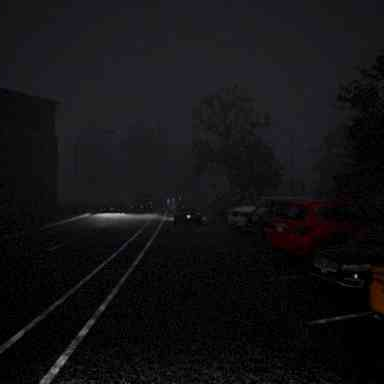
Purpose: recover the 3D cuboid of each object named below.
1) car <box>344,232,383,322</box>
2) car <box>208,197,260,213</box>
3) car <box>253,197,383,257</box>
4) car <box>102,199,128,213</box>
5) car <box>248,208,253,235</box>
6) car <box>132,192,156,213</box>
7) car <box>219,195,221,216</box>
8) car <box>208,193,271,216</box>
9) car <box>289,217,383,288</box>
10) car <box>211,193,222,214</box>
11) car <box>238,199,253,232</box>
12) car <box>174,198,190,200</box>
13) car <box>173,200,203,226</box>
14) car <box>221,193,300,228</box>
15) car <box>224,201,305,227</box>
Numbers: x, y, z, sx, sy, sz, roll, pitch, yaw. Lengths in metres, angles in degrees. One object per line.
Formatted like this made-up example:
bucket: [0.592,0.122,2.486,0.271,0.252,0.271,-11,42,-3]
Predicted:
car: [5.295,1.534,5.462,5.008,1.535,2.097,1,-1,-21]
car: [4.435,1.312,35.184,4.892,1.521,2.231,0,1,-23]
car: [5.253,1.312,11.423,5.566,2.045,2.435,1,0,-21]
car: [-7.834,1.404,34.120,1.994,1.385,4.181,0,1,-2]
car: [5.194,1.592,14.397,4.792,1.488,2.163,1,0,-21]
car: [-5.082,1.036,35.555,2.150,2.045,5.566,0,1,-3]
car: [4.853,1.331,26.284,4.553,1.767,2.185,0,1,-22]
car: [4.606,1.108,32.224,5.566,2.045,2.435,0,1,-23]
car: [5.276,1.555,8.431,4.892,1.521,2.231,1,0,-21]
car: [4.684,1.157,29.223,5.566,2.045,2.435,0,1,-23]
car: [5.073,1.425,17.345,4.553,1.767,2.185,1,0,-22]
car: [-1.029,1.344,39.894,1.895,1.301,4.718,0,1,-2]
car: [-0.340,1.562,23.934,1.994,1.385,4.181,0,1,-3]
car: [4.998,1.278,20.313,5.566,2.045,2.435,1,1,-22]
car: [5.097,1.496,23.385,5.366,1.575,1.946,0,0,-22]
